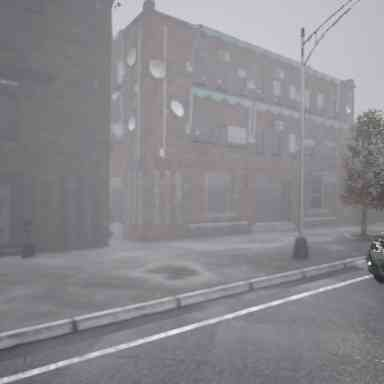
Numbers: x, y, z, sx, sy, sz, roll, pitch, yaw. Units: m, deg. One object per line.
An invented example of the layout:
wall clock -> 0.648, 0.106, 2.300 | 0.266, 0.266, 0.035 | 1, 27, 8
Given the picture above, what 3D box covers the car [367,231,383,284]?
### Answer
car -> 6.758, 1.251, 8.492 | 5.566, 2.045, 2.150 | 0, 0, -35
